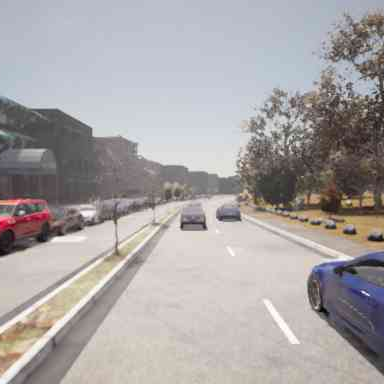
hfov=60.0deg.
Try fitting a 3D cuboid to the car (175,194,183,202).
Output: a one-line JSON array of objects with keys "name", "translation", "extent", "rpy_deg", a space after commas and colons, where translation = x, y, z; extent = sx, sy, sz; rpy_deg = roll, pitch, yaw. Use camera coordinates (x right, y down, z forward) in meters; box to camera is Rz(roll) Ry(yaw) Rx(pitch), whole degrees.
[{"name": "car", "translation": [-4.852, 1.991, 91.972], "extent": [2.231, 1.521, 4.892], "rpy_deg": [0, 0, 9]}]

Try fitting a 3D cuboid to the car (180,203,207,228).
[{"name": "car", "translation": [0.085, 1.754, 24.054], "extent": [2.033, 1.411, 5.357], "rpy_deg": [0, 0, 0]}]

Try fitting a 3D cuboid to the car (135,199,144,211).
[{"name": "car", "translation": [-7.905, 1.801, 42.140], "extent": [2.231, 1.521, 4.892], "rpy_deg": [0, 0, 0]}]

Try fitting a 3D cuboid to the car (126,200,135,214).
[{"name": "car", "translation": [-7.931, 1.808, 36.589], "extent": [2.002, 1.452, 4.674], "rpy_deg": [0, 0, 0]}]

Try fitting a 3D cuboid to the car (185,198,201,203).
[{"name": "car", "translation": [0.411, 1.878, 42.068], "extent": [2.033, 1.411, 5.357], "rpy_deg": [0, 0, 2]}]

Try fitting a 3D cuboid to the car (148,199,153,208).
[{"name": "car", "translation": [-7.851, 1.856, 53.132], "extent": [2.097, 1.535, 5.008], "rpy_deg": [0, 0, 1]}]

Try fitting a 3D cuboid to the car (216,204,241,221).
[{"name": "car", "translation": [3.282, 1.819, 30.405], "extent": [1.994, 1.385, 4.181], "rpy_deg": [0, 0, 1]}]

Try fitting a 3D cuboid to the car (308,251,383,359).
[{"name": "car", "translation": [3.247, 1.572, 4.825], "extent": [1.812, 1.442, 4.674], "rpy_deg": [0, -1, 0]}]

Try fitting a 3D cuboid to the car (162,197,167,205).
[{"name": "car", "translation": [-7.214, 1.917, 69.757], "extent": [1.946, 1.575, 5.366], "rpy_deg": [0, 0, 5]}]

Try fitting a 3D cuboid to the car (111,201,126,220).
[{"name": "car", "translation": [-7.957, 1.762, 31.012], "extent": [2.163, 1.488, 4.792], "rpy_deg": [0, 0, 0]}]

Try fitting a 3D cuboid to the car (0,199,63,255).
[{"name": "car", "translation": [-8.038, 1.361, 14.375], "extent": [2.435, 2.045, 5.566], "rpy_deg": [0, 0, 0]}]

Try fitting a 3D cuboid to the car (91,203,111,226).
[{"name": "car", "translation": [-7.985, 1.736, 25.496], "extent": [2.002, 1.452, 4.674], "rpy_deg": [0, 0, 0]}]

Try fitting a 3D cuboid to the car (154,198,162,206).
[{"name": "car", "translation": [-7.617, 1.925, 62.727], "extent": [2.163, 1.488, 4.792], "rpy_deg": [0, 0, 3]}]

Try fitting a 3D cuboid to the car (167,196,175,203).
[{"name": "car", "translation": [-6.260, 1.953, 80.734], "extent": [1.946, 1.575, 5.366], "rpy_deg": [0, 0, 7]}]

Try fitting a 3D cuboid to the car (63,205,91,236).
[{"name": "car", "translation": [-8.010, 1.686, 19.917], "extent": [2.163, 1.488, 4.792], "rpy_deg": [0, 0, 0]}]
